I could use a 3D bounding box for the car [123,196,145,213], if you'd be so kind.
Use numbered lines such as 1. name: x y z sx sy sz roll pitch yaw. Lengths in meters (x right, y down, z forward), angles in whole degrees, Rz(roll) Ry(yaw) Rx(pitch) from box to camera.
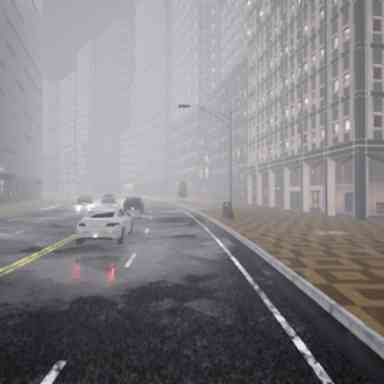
1. car: -5.538 1.166 31.584 1.837 1.490 4.892 0 1 -8

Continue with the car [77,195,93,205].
1. car: -14.968 1.071 46.655 1.895 1.301 4.718 0 1 -12

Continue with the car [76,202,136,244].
1. car: -3.766 1.370 14.711 1.812 1.442 4.674 0 1 -4

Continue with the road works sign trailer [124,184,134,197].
1. road works sign trailer: -16.207 -0.458 85.459 2.380 3.560 2.880 0 1 -22

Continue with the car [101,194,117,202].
1. car: -11.687 0.958 46.809 1.882 1.535 5.008 0 1 -12
